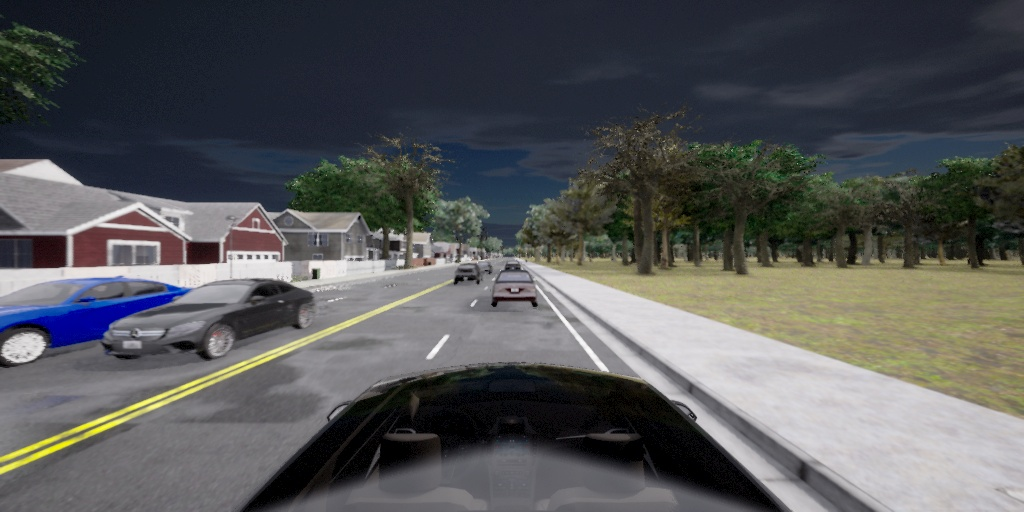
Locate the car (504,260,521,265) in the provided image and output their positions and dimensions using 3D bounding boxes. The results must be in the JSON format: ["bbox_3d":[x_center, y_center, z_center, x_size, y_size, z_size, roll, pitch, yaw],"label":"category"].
[{"bbox_3d":[0.099,1.265,43.918,1.882,1.535,5.008,0,0,0],"label":"car"}]

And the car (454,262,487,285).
[{"bbox_3d":[-3.150,1.278,26.793,1.837,1.490,4.892,0,0,0],"label":"car"}]

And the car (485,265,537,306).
[{"bbox_3d":[0.098,1.311,15.828,2.033,1.411,5.357,0,0,0],"label":"car"}]

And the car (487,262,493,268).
[{"bbox_3d":[-3.197,1.332,41.082,2.033,1.411,5.357,0,0,0],"label":"car"}]

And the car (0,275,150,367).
[{"bbox_3d":[-9.781,1.235,8.150,1.882,1.535,5.008,0,0,1],"label":"car"}]

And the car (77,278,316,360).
[{"bbox_3d":[-6.528,1.283,8.511,1.812,1.442,4.674,0,0,1],"label":"car"}]
